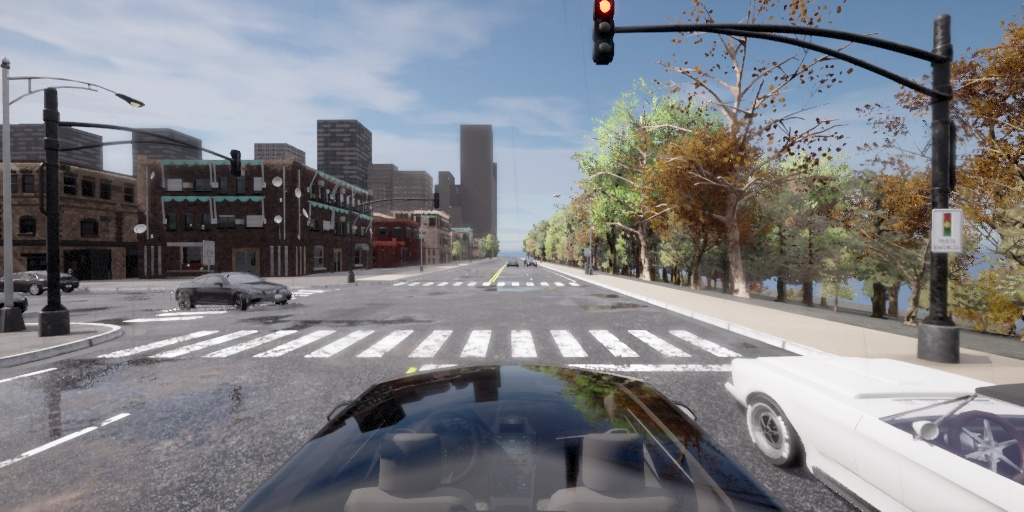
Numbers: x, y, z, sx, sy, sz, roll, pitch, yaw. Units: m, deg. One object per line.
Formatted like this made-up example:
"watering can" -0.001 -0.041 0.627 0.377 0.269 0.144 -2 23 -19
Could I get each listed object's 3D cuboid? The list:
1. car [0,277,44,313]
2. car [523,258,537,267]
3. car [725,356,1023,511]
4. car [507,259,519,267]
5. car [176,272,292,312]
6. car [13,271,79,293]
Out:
"car" -19.936 1.565 12.575 4.313 1.339 1.948 0 0 0
"car" 3.417 1.327 63.712 1.895 1.301 4.718 0 0 0
"car" 3.350 1.351 1.927 1.895 1.301 4.718 0 0 0
"car" 0.155 1.290 63.434 1.994 1.385 4.181 0 0 1
"car" -11.108 1.354 14.287 4.674 1.442 1.812 -2 0 17
"car" -28.260 1.560 21.096 4.403 1.370 2.007 0 0 0
